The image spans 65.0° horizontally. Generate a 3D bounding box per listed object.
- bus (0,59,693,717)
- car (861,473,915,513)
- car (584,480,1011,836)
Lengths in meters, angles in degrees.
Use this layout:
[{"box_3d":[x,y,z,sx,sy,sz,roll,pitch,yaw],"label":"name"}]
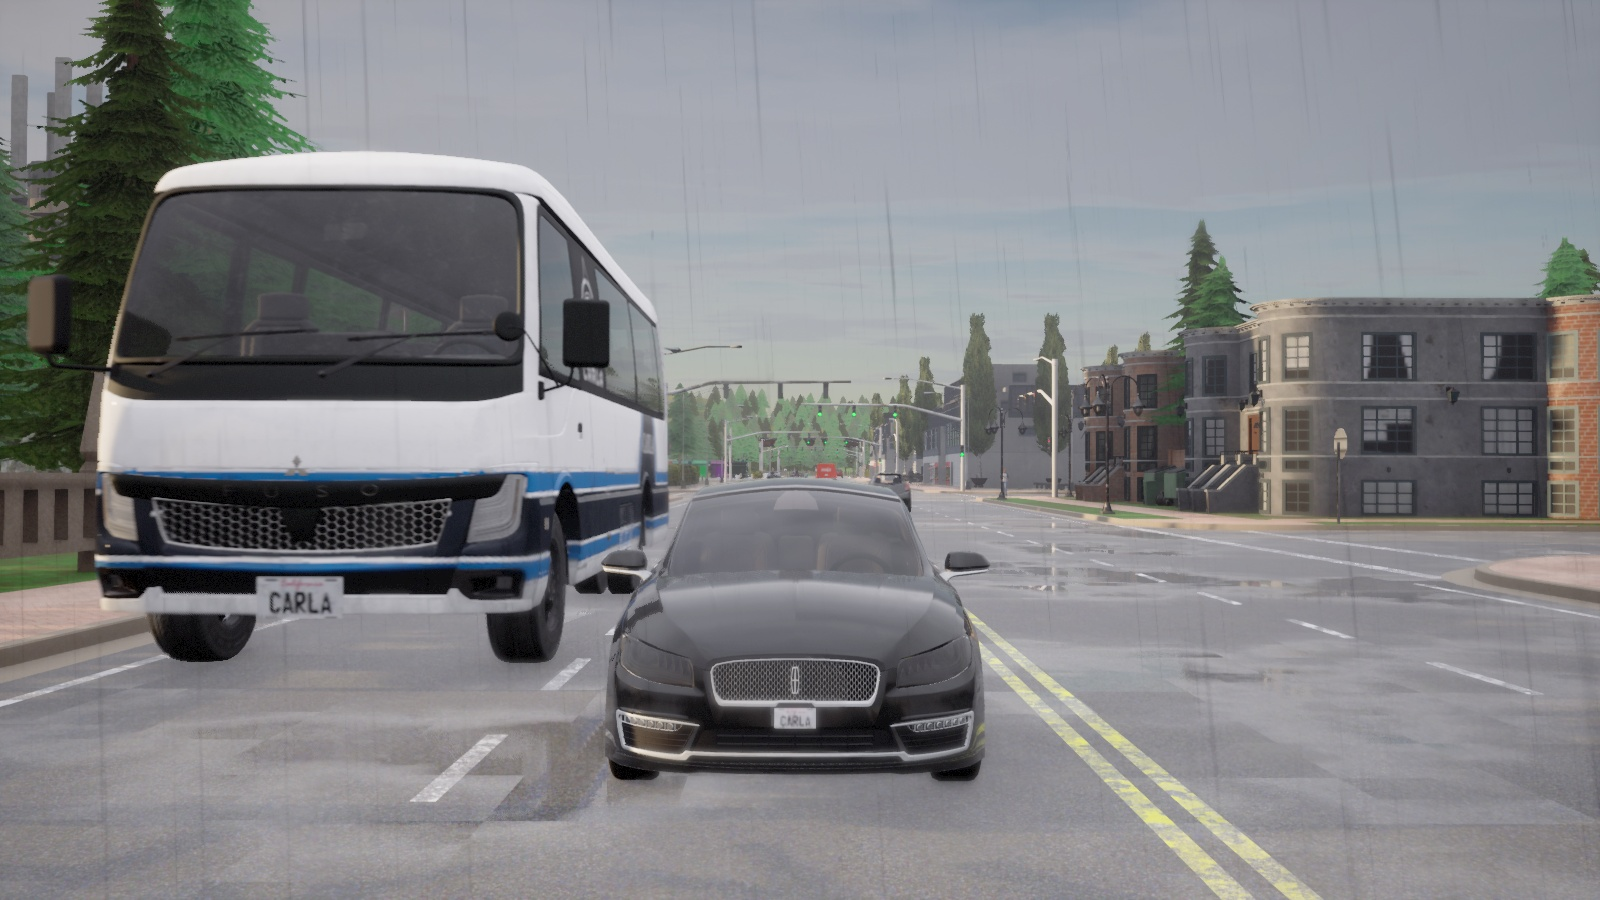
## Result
[{"box_3d":[-3.536,-0.326,13.261,3.944,4.253,10.273,0,-1,0],"label":"bus"},{"box_3d":[3.386,1.636,48.991,1.845,1.501,3.633,0,-1,0],"label":"car"},{"box_3d":[-0.018,0.951,7.864,1.837,1.490,4.892,0,-1,0],"label":"car"}]
